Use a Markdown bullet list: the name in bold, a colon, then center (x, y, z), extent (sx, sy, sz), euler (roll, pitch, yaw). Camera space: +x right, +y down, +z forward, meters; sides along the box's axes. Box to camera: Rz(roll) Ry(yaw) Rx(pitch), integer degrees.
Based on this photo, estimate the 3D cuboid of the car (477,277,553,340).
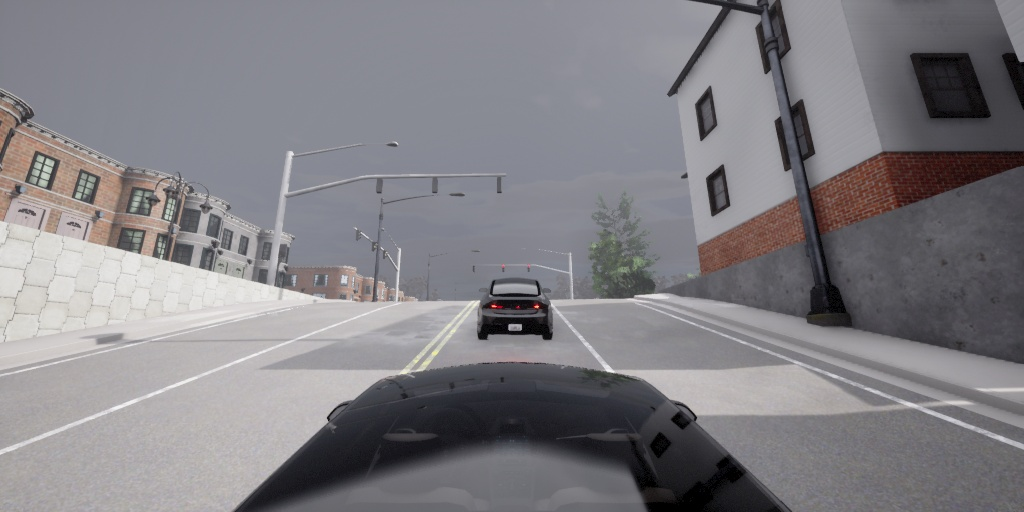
- **car**: center (0.088, 1.352, 10.353), extent (1.837, 1.490, 4.892), euler (0, 0, 0)
